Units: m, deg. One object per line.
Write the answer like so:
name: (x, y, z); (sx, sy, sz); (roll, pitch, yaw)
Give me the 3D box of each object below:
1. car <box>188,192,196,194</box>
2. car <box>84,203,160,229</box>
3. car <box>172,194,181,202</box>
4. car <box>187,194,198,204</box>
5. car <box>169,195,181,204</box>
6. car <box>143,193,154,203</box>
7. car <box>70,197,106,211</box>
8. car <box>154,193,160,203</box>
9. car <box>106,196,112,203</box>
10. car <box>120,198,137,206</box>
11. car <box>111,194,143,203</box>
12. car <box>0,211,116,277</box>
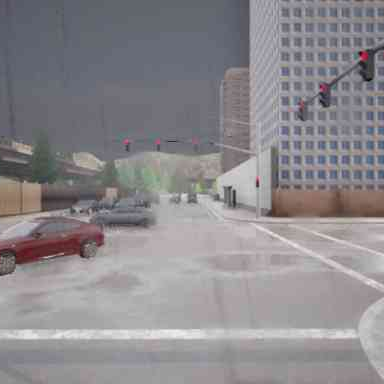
car: (0.049, 1.071, 74.548); (2.150, 2.045, 5.566); (0, 0, 0)
car: (-4.292, 1.594, 21.201); (4.181, 1.385, 1.994); (0, 0, 0)
car: (-3.451, 1.323, 74.522); (1.882, 1.535, 5.008); (0, 0, 0)
car: (0.042, 1.616, 64.326); (1.895, 1.301, 4.718); (0, 0, 0)
car: (-3.458, 1.616, 64.329); (1.895, 1.301, 4.718); (0, 0, 0)
car: (-7.053, 1.233, 46.275); (2.150, 2.045, 5.566); (0, 0, 0)
car: (-10.581, 1.500, 33.293); (2.128, 1.511, 4.902); (0, 0, 1)
car: (-7.007, 1.233, 59.882); (2.150, 2.045, 5.566); (0, 0, 0)
car: (-10.564, 1.362, 42.190); (2.097, 1.767, 4.553); (0, 0, 0)
car: (-10.537, 1.614, 55.496); (1.895, 1.301, 4.718); (0, 0, 1)
car: (-7.063, 1.361, 36.839); (2.097, 1.767, 4.553); (0, 0, 0)
car: (-4.931, 1.559, 10.739); (1.812, 1.442, 4.674); (-1, 0, 33)
